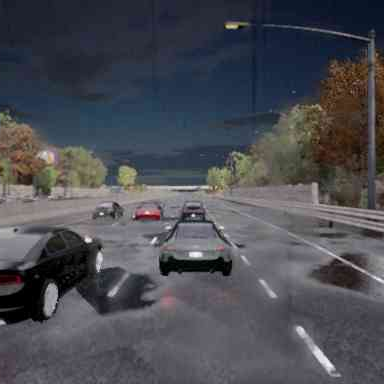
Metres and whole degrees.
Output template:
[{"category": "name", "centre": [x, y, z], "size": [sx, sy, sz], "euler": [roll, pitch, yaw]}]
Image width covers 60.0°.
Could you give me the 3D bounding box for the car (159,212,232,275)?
[{"category": "car", "centre": [0.101, 1.548, 10.414], "size": [1.994, 1.385, 4.181], "euler": [0, 0, 0]}]

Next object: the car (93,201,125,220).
[{"category": "car", "centre": [-6.898, 1.492, 27.731], "size": [1.812, 1.442, 4.674], "euler": [0, 0, 0]}]

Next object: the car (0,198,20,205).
[{"category": "car", "centre": [-21.081, 1.451, 40.152], "size": [2.128, 1.511, 4.902], "euler": [0, 0, 0]}]

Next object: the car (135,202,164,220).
[{"category": "car", "centre": [-3.397, 1.531, 27.338], "size": [1.994, 1.385, 4.181], "euler": [0, 0, 0]}]

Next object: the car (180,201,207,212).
[{"category": "car", "centre": [0.103, 1.472, 26.732], "size": [1.837, 1.490, 4.892], "euler": [0, 0, 0]}]

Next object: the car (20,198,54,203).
[{"category": "car", "centre": [-17.585, 1.452, 39.115], "size": [2.128, 1.511, 4.902], "euler": [0, 0, 0]}]

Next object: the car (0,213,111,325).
[{"category": "car", "centre": [-3.400, 1.466, 7.239], "size": [1.882, 1.535, 5.008], "euler": [0, 0, 0]}]
